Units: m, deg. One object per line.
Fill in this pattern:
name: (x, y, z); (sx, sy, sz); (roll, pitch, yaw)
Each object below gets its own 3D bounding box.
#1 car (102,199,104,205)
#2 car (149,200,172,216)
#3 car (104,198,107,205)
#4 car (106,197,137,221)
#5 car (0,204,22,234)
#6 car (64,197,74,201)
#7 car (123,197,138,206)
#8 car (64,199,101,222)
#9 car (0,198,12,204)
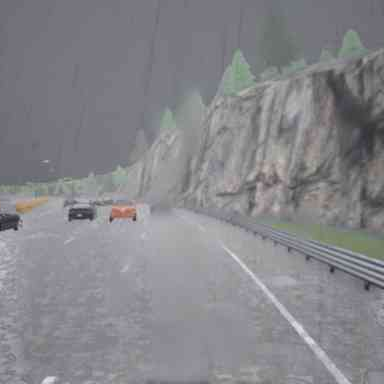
car: (-17.391, 1.901, 58.980); (1.895, 1.301, 4.718); (-1, 0, -23)
car: (-3.212, 1.565, 33.494); (1.837, 1.490, 4.892); (-1, 0, -12)
car: (-16.269, 1.809, 64.392); (1.812, 1.442, 4.674); (-1, 0, -21)
car: (-5.806, 1.454, 28.275); (2.097, 1.767, 4.553); (-1, 0, -10)
car: (-11.346, 1.683, 18.916); (2.128, 1.511, 4.902); (-1, 0, -7)
car: (-21.941, 1.728, 59.830); (2.097, 1.767, 4.553); (-1, 0, -22)
car: (-11.316, 1.656, 60.944); (1.801, 1.575, 5.366); (-1, 0, -21)
car: (-9.114, 1.634, 28.001); (1.882, 1.535, 5.008); (0, 0, -11)
car: (-32.748, 1.910, 58.048); (2.097, 1.767, 4.553); (-1, 0, -21)
